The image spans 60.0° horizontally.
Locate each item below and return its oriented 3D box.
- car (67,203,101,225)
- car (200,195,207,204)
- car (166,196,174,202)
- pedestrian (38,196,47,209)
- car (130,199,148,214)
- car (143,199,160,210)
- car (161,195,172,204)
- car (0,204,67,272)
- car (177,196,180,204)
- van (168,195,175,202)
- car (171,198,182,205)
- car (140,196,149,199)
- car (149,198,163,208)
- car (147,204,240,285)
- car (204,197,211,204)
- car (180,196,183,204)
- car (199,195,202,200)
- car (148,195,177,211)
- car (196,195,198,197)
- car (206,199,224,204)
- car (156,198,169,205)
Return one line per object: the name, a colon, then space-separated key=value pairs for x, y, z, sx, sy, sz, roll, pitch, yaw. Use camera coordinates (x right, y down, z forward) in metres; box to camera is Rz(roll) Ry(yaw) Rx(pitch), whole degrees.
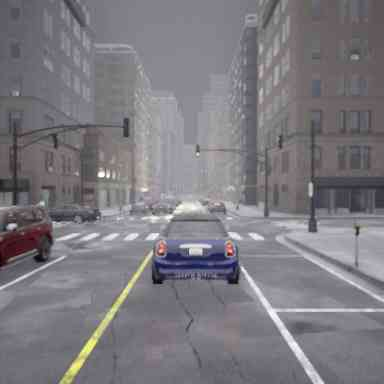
car: x=-9.178 y=1.612 z=24.706 sx=4.892 sy=1.490 sz=1.837 roll=0 pitch=-2 yaw=14
car: x=2.839 y=1.770 z=58.731 sx=1.887 sy=1.381 sz=4.507 roll=-1 pitch=0 yaw=0
car: x=-5.693 y=1.804 z=86.534 sx=1.967 sy=1.590 sz=4.097 roll=-1 pitch=0 yaw=0
pedestrian: x=-12.550 y=1.240 z=27.974 sx=0.375 sy=1.860 sz=0.375 roll=0 pitch=1 yaw=0
car: x=-5.682 y=1.710 z=36.449 sx=1.802 sy=1.307 sz=4.206 roll=-1 pitch=0 yaw=0
car: x=-5.685 y=1.720 z=47.579 sx=1.887 sy=1.381 sz=4.507 roll=-1 pitch=0 yaw=0
car: x=-5.693 y=1.624 z=75.404 sx=2.192 sy=1.841 sz=5.009 roll=-1 pitch=0 yaw=0
car: x=-5.680 y=1.345 z=9.450 sx=2.192 sy=1.841 sz=5.009 roll=-1 pitch=0 yaw=0
car: x=-3.100 y=1.655 z=44.978 sx=2.128 sy=1.511 sz=4.902 roll=0 pitch=0 yaw=0
van: x=-5.695 y=1.732 z=92.100 sx=1.690 sy=1.788 sz=3.998 roll=-1 pitch=0 yaw=0
car: x=-3.011 y=1.857 z=64.974 sx=1.895 sy=1.301 sz=4.718 roll=0 pitch=0 yaw=0
car: x=-5.687 y=1.466 z=42.015 sx=2.192 sy=1.841 sz=5.009 roll=-1 pitch=0 yaw=0
car: x=-5.686 y=1.724 z=52.973 sx=1.752 sy=1.417 sz=4.829 roll=-1 pitch=0 yaw=0
car: x=0.089 y=1.383 z=9.705 sx=2.097 sy=1.767 sz=4.553 roll=0 pitch=0 yaw=0
car: x=2.841 y=1.677 z=42.211 sx=1.752 sy=1.417 sz=4.829 roll=-1 pitch=0 yaw=0
car: x=-3.070 y=1.755 z=54.843 sx=2.033 sy=1.411 sz=5.357 roll=0 pitch=0 yaw=0
car: x=2.836 y=1.693 z=64.294 sx=1.967 sy=1.590 sz=4.097 roll=-1 pitch=0 yaw=0
car: x=-3.104 y=1.478 z=35.846 sx=2.097 sy=1.767 sz=4.553 roll=0 pitch=0 yaw=0
car: x=2.832 y=1.652 z=80.986 sx=2.192 sy=1.841 sz=5.009 roll=-1 pitch=0 yaw=0
car: x=2.843 y=1.710 z=36.478 sx=1.802 sy=1.307 sz=4.206 roll=-1 pitch=0 yaw=0
car: x=-5.688 y=1.803 z=64.272 sx=2.008 sy=1.369 sz=4.403 roll=-1 pitch=0 yaw=0
